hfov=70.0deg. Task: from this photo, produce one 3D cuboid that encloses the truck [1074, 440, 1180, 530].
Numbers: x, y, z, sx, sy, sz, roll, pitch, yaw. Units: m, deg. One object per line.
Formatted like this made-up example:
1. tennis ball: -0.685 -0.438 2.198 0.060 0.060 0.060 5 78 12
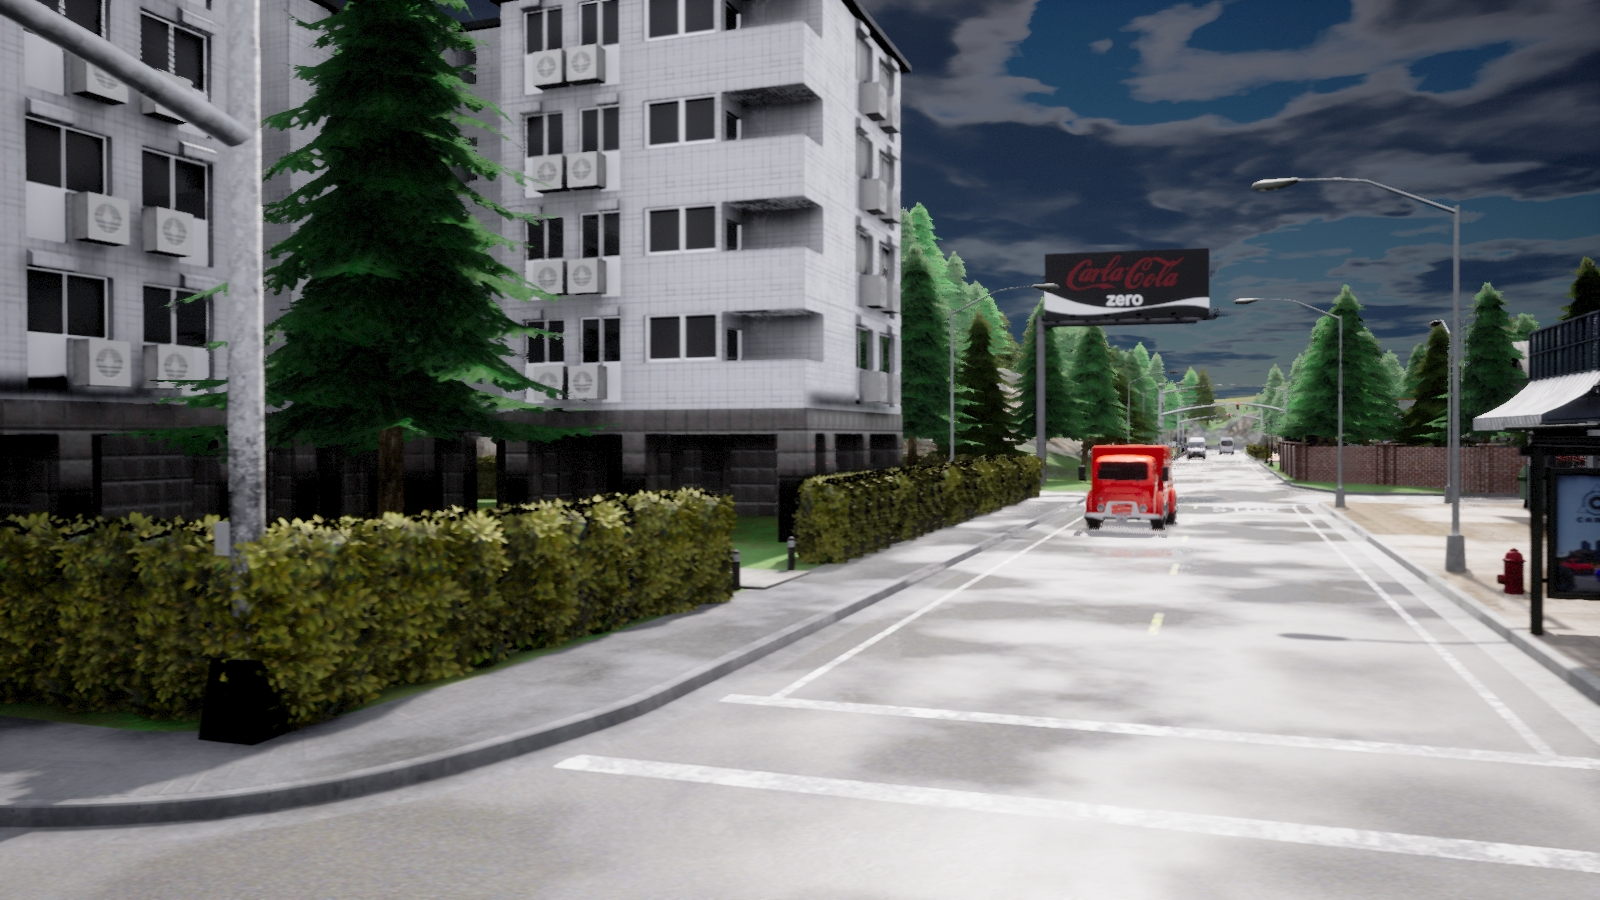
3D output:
1. truck: 10.000 0.956 34.623 2.627 2.467 5.204 0 1 21
